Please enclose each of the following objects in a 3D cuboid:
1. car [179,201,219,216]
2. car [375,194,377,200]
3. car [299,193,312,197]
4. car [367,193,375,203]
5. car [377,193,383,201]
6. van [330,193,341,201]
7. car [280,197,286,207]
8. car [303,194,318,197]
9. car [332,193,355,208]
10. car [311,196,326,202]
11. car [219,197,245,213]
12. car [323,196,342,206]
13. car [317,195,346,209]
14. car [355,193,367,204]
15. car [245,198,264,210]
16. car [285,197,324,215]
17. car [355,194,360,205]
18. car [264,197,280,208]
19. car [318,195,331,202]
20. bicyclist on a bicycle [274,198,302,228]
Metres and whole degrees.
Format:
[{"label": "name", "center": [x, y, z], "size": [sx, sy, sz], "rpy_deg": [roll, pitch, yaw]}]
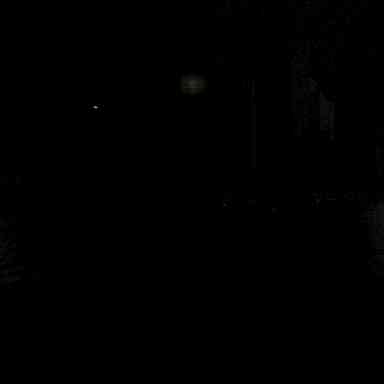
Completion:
[{"label": "car", "center": [0.510, 1.525, 31.736], "size": [1.802, 1.307, 4.206], "rpy_deg": [0, 0, 35]}, {"label": "car", "center": [36.485, 1.303, 68.759], "size": [1.752, 1.417, 4.829], "rpy_deg": [-1, 0, 35]}, {"label": "car", "center": [19.759, 1.416, 59.564], "size": [1.887, 1.381, 4.507], "rpy_deg": [0, 0, 35]}, {"label": "car", "center": [33.180, 1.100, 63.983], "size": [2.192, 1.841, 5.009], "rpy_deg": [0, 0, 35]}, {"label": "car", "center": [42.804, 1.360, 77.893], "size": [1.802, 1.307, 4.206], "rpy_deg": [-1, 0, 35]}, {"label": "van", "center": [35.799, 1.187, 82.755], "size": [1.690, 1.788, 3.998], "rpy_deg": [-1, 0, 35]}, {"label": "car", "center": [13.342, 1.456, 50.288], "size": [1.947, 1.339, 4.313], "rpy_deg": [0, 0, 35]}, {"label": "car", "center": [16.826, 1.373, 44.858], "size": [1.812, 1.442, 4.674], "rpy_deg": [-1, 0, 35]}, {"label": "car", "center": [20.348, 1.137, 45.433], "size": [2.192, 1.841, 5.009], "rpy_deg": [0, 0, 35]}, {"label": "car", "center": [26.177, 1.419, 68.840], "size": [1.947, 1.339, 4.313], "rpy_deg": [0, 0, 35]}, {"label": "car", "center": [3.716, 1.367, 36.374], "size": [1.967, 1.590, 4.097], "rpy_deg": [0, 0, 35]}, {"label": "car", "center": [22.549, 1.335, 53.135], "size": [1.837, 1.490, 4.892], "rpy_deg": [-1, 0, 35]}, {"label": "car", "center": [17.141, 1.378, 40.795], "size": [1.887, 1.381, 4.507], "rpy_deg": [0, 0, 35]}, {"label": "car", "center": [26.764, 1.119, 54.707], "size": [2.192, 1.841, 5.009], "rpy_deg": [0, 0, 35]}, {"label": "car", "center": [6.926, 1.495, 41.012], "size": [1.802, 1.307, 4.206], "rpy_deg": [0, 0, 35]}, {"label": "car", "center": [10.726, 1.425, 31.520], "size": [1.947, 1.339, 4.313], "rpy_deg": [0, 0, 35]}, {"label": "car", "center": [23.557, 1.379, 50.069], "size": [1.947, 1.339, 4.313], "rpy_deg": [0, 0, 35]}, {"label": "car", "center": [10.037, 1.427, 45.509], "size": [1.752, 1.417, 4.829], "rpy_deg": [0, 0, 35]}, {"label": "car", "center": [29.384, 1.428, 73.477], "size": [1.802, 1.307, 4.206], "rpy_deg": [0, 0, 35]}, {"label": "bicyclist on a bicycle", "center": [5.263, 1.177, 18.418], "size": [1.656, 1.620, 0.582], "rpy_deg": [-1, 0, 35]}]
